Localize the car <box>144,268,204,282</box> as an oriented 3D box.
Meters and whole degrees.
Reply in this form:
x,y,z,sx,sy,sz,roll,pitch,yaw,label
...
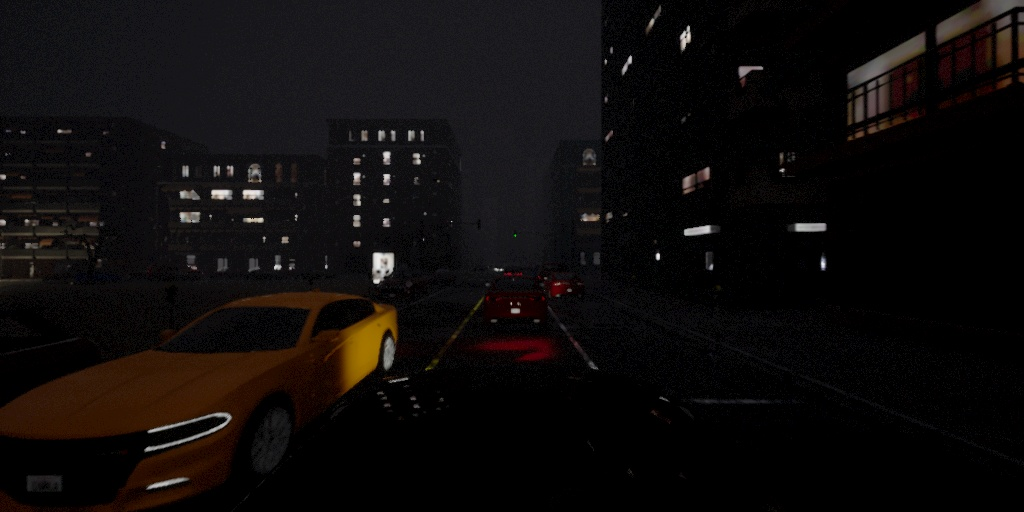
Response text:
x,y,z,sx,sy,sz,roll,pitch,yaw,label
-38.389,2.322,40.764,4.507,1.381,1.888,0,0,0,car

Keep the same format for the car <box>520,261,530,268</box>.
x,y,z,sx,sy,sz,roll,pitch,yaw,label
2.694,2.055,62.460,1.802,1.307,4.207,0,0,0,car

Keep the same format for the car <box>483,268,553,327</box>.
x,y,z,sx,sy,sz,roll,pitch,yaw,label
0.098,1.348,12.122,1.882,1.535,5.008,0,0,0,car

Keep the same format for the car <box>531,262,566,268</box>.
x,y,z,sx,sy,sz,roll,pitch,yaw,label
2.691,1.332,24.541,2.192,1.841,5.009,0,0,0,car

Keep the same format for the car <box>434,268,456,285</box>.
x,y,z,sx,sy,sz,roll,pitch,yaw,label
-5.690,1.664,30.070,1.802,1.307,4.207,0,0,0,car

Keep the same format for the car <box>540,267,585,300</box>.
x,y,z,sx,sy,sz,roll,pitch,yaw,label
2.690,1.497,19.013,1.888,1.381,4.507,0,0,0,car

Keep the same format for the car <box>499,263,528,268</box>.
x,y,z,sx,sy,sz,roll,pitch,yaw,label
0.100,1.583,29.681,1.837,1.490,4.892,0,-1,0,car

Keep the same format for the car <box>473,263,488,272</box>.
x,y,z,sx,sy,sz,roll,pitch,yaw,label
-5.687,2.039,62.472,1.948,1.339,4.313,0,0,0,car

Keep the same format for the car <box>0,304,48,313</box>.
x,y,z,sx,sy,sz,roll,pitch,yaw,label
-5.692,1.198,2.434,1.967,1.591,4.097,0,0,0,car

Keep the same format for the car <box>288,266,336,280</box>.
x,y,z,sx,sy,sz,roll,pitch,yaw,label
-22.390,2.097,40.835,4.403,1.370,2.007,0,0,0,car

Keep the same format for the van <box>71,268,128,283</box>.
x,y,z,sx,sy,sz,roll,pitch,yaw,label
-46.849,2.241,40.759,3.998,1.789,1.690,0,0,0,van

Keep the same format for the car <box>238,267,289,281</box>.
x,y,z,sx,sy,sz,roll,pitch,yaw,label
-27.960,2.177,40.794,4.403,1.370,2.007,0,0,0,car

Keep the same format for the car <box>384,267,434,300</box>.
x,y,z,sx,sy,sz,roll,pitch,yaw,label
-5.691,1.391,19.015,1.967,1.591,4.097,0,0,0,car

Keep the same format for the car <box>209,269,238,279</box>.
x,y,z,sx,sy,sz,roll,pitch,yaw,label
-39.160,2.406,49.302,4.207,1.307,1.802,0,0,0,car

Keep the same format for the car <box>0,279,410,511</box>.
x,y,z,sx,sy,sz,roll,pitch,yaw,label
-3.101,1.264,4.879,1.882,1.535,5.008,0,-1,0,car

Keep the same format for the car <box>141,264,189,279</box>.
x,y,z,sx,sy,sz,roll,pitch,yaw,label
-40.728,2.041,43.446,5.566,2.045,2.150,0,0,0,car
